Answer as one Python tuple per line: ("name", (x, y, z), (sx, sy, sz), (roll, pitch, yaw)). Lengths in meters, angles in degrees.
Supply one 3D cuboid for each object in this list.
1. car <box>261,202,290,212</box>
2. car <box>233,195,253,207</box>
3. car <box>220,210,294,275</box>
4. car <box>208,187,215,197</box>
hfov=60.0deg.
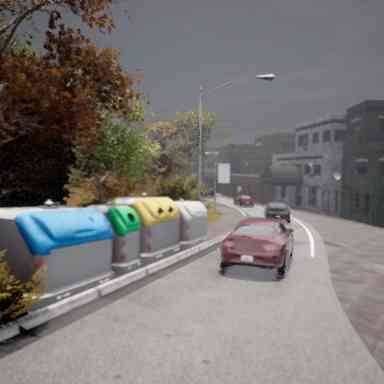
("car", (6.573, 1.512, 26.105), (1.837, 1.490, 4.892), (1, 1, 10))
("car", (7.145, 1.194, 46.856), (1.882, 1.535, 5.008), (0, 2, -6))
("car", (2.211, 1.548, 10.704), (1.812, 1.442, 4.674), (2, 0, 20))
("car", (2.923, -0.082, 66.726), (2.150, 2.045, 5.566), (-1, 4, -14))
